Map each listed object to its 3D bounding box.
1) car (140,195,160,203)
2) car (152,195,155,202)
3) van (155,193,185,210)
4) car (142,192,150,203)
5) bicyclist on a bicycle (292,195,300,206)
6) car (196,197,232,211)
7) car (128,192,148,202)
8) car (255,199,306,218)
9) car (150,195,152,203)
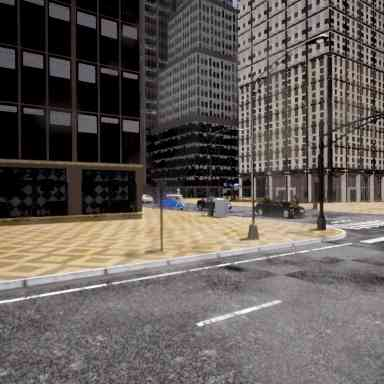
[{"bbox_3d":[-7.855,1.239,62.567,1.887,1.381,4.507,0,0,-34],"label":"car"},{"bbox_3d":[-3.242,1.349,45.395,1.812,1.442,4.674,-1,1,-34],"label":"car"},{"bbox_3d":[-2.401,1.211,39.514,1.690,1.788,3.998,0,0,-34],"label":"van"},{"bbox_3d":[-8.578,1.254,59.002,1.812,1.442,4.674,-1,1,-34],"label":"car"},{"bbox_3d":[11.987,1.119,38.432,1.656,1.620,0.582,-1,1,-34],"label":"bicyclist on a bicycle"},{"bbox_3d":[2.407,1.362,37.015,2.128,1.511,4.902,-1,1,-34],"label":"car"},{"bbox_3d":[-10.955,0.982,67.157,2.192,1.841,5.009,0,0,-34],"label":"car"},{"bbox_3d":[7.679,1.420,29.205,1.837,1.490,4.892,-1,1,-34],"label":"car"},{"bbox_3d":[-4.755,1.036,57.975,2.192,1.841,5.009,0,0,-34],"label":"car"}]
